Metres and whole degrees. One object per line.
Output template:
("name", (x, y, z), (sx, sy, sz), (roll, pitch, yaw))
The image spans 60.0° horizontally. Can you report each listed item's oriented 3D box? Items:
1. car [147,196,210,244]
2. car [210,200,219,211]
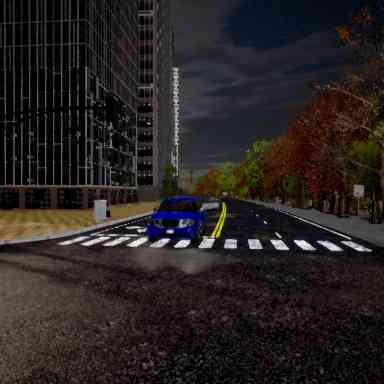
("car", (-0.553, 1.252, 16.340), (2.150, 2.045, 5.566), (0, 0, 7))
("car", (2.358, 1.609, 41.126), (1.895, 1.301, 4.718), (0, 0, 6))
